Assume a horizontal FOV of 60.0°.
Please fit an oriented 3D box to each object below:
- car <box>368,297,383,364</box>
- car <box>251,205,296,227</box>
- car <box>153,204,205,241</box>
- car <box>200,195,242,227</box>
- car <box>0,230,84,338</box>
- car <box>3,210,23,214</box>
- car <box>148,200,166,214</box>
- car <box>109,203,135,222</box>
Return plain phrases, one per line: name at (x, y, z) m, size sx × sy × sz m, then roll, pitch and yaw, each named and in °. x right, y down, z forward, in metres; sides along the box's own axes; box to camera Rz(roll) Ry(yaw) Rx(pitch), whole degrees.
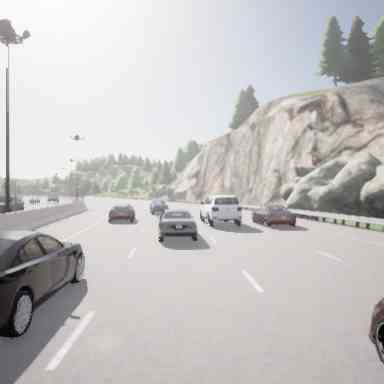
car at (3.463, 1.561, 2.922) m, size 1.994 × 1.385 × 4.181 m, roll 0°, pitch 0°, yaw -1°
car at (5.517, 1.588, 22.913) m, size 1.994 × 1.385 × 4.181 m, roll 0°, pitch 0°, yaw -7°
car at (-0.817, 1.576, 17.016) m, size 2.033 × 1.411 × 5.357 m, roll 0°, pitch 0°, yaw -6°
car at (1.933, 1.254, 23.615) m, size 2.150 × 2.045 × 5.566 m, roll 0°, pitch 0°, yaw -7°
car at (-3.643, 1.496, 6.621) m, size 1.882 × 1.535 × 5.008 m, roll 0°, pitch 0°, yaw -2°
car at (-16.977, 1.304, 30.146) m, size 2.150 × 2.045 × 5.566 m, roll 0°, pitch 0°, yaw -10°
car at (-3.633, 1.611, 35.989) m, size 2.033 × 1.411 × 5.357 m, roll 0°, pitch 0°, yaw -11°
car at (-5.669, 1.618, 27.178) m, size 1.994 × 1.385 × 4.181 m, roll 0°, pitch 0°, yaw -9°
